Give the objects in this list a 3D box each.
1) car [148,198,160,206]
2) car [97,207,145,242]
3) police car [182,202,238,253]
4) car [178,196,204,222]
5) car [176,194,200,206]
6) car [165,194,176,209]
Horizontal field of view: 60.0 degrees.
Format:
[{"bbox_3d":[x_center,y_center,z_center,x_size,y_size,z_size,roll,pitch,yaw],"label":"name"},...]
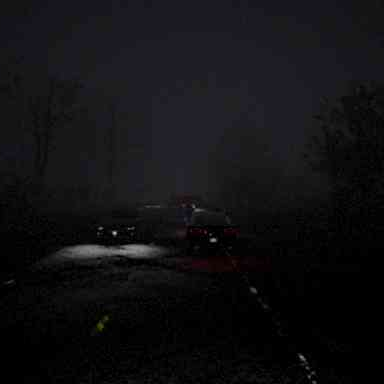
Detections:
[{"bbox_3d":[-6.746,1.726,58.901,2.033,1.411,5.357,0,0,-6],"label":"car"},{"bbox_3d":[-3.469,1.555,16.960,1.837,1.490,4.892,0,0,-2],"label":"car"},{"bbox_3d":[0.666,1.464,14.067,1.930,1.638,5.238,0,0,-2],"label":"police car"},{"bbox_3d":[0.257,1.418,23.968,2.097,1.767,4.553,0,0,-3],"label":"car"},{"bbox_3d":[-0.092,1.309,30.048,2.150,2.045,5.566,0,0,-4],"label":"car"},{"bbox_3d":[-2.433,1.363,48.235,2.150,2.045,5.566,0,0,-6],"label":"car"}]
